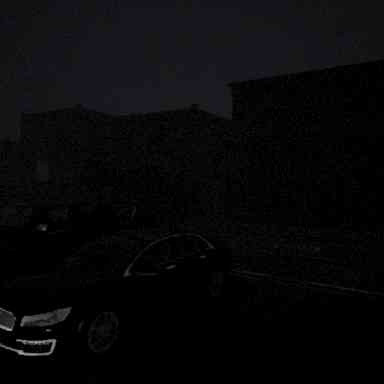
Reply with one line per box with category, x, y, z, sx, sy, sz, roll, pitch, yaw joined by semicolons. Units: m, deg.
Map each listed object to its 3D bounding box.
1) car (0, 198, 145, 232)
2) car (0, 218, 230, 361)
car;-3.336;1.181;7.747;2.435;2.045;5.566;0;0;36
car;-1.037;1.449;6.149;2.231;1.521;4.892;0;0;36
